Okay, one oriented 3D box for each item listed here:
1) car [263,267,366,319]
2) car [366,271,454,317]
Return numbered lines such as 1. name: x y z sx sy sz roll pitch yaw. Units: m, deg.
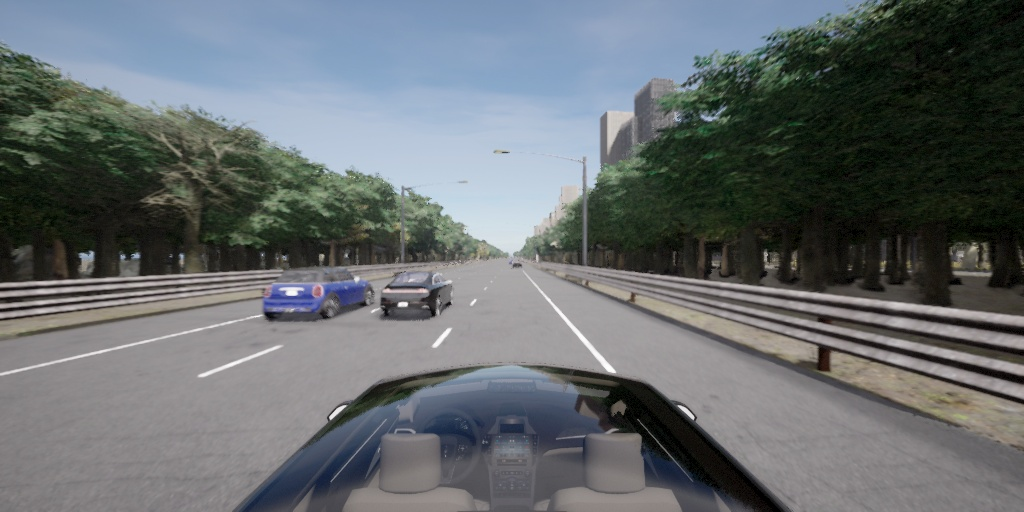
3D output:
1. car: -6.898 1.183 13.356 2.097 1.767 4.553 0 0 0
2. car: -3.397 1.325 13.581 2.128 1.511 4.902 0 0 0
